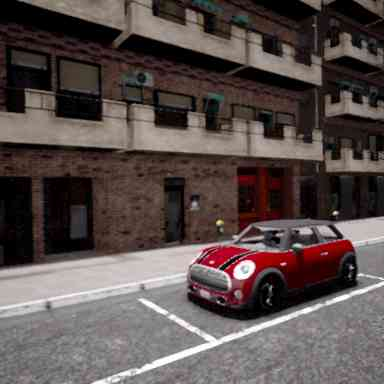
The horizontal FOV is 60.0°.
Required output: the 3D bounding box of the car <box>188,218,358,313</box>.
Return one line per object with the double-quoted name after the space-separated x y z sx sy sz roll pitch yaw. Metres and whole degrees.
1.864 1.386 7.453 4.097 1.590 1.967 -1 0 -36 "car"
